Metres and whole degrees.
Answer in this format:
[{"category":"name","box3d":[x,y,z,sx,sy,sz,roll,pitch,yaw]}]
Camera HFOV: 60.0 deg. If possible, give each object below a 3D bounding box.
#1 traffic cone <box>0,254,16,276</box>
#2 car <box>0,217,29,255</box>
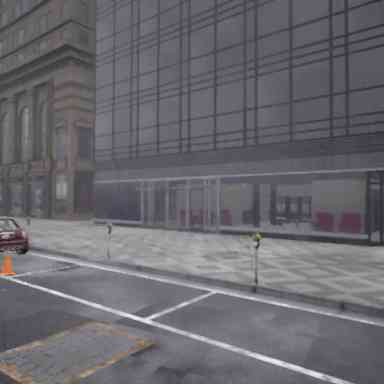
[{"category":"traffic cone","box3d":[-5.500,2.153,9.927,0.340,0.580,0.340,-1,-2,37]},{"category":"car","box3d":[-8.497,1.706,13.612,4.097,1.590,1.967,-1,-2,37]}]
